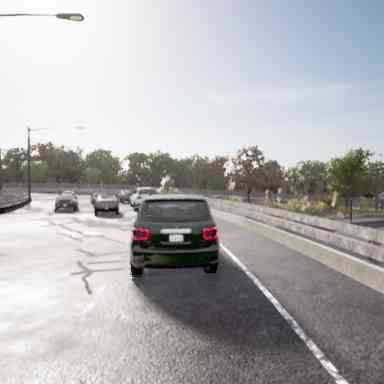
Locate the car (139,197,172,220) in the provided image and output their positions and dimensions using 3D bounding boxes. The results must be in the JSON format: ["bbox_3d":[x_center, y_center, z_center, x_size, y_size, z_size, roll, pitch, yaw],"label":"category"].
[{"bbox_3d":[-2.779,1.125,24.389,1.895,1.301,4.718,0,1,-12],"label":"car"}]

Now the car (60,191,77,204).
[{"bbox_3d":[-15.839,0.687,42.489,1.837,1.490,4.892,0,2,-23],"label":"car"}]

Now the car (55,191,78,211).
[{"bbox_3d":[-11.602,0.931,30.832,1.812,1.442,4.674,0,1,-17],"label":"car"}]

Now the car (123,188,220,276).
[{"bbox_3d":[-0.569,1.029,9.896,2.150,2.045,5.566,0,1,-5],"label":"car"}]

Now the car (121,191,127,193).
[{"bbox_3d":[-8.829,0.642,43.841,2.128,1.511,4.902,0,1,-22],"label":"car"}]

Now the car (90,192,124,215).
[{"bbox_3d":[-6.889,0.971,26.872,2.128,1.511,4.902,0,1,-14],"label":"car"}]

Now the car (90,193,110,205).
[{"bbox_3d":[-11.422,0.809,40.943,1.895,1.301,4.718,0,1,-22],"label":"car"}]

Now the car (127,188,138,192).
[{"bbox_3d":[-4.644,0.600,32.015,2.150,2.045,5.566,0,1,-17],"label":"car"}]
